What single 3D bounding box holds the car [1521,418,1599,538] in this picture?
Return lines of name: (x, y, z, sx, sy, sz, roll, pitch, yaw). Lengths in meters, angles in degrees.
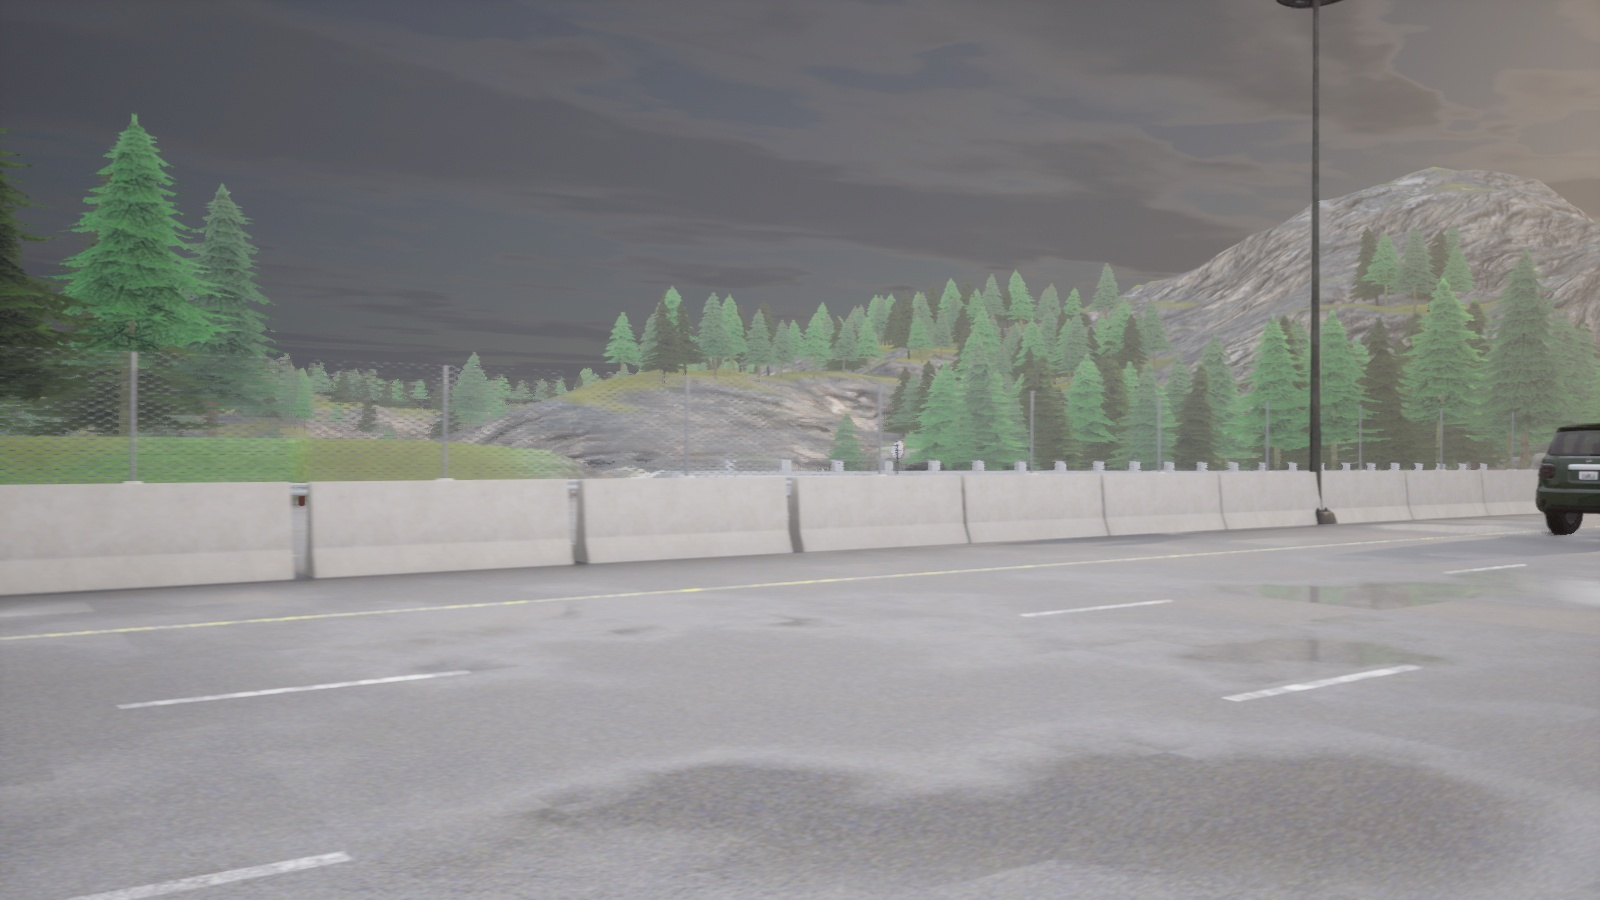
car: (15.814, 0.473, 23.198, 5.566, 2.045, 2.150, 0, 0, -35)
